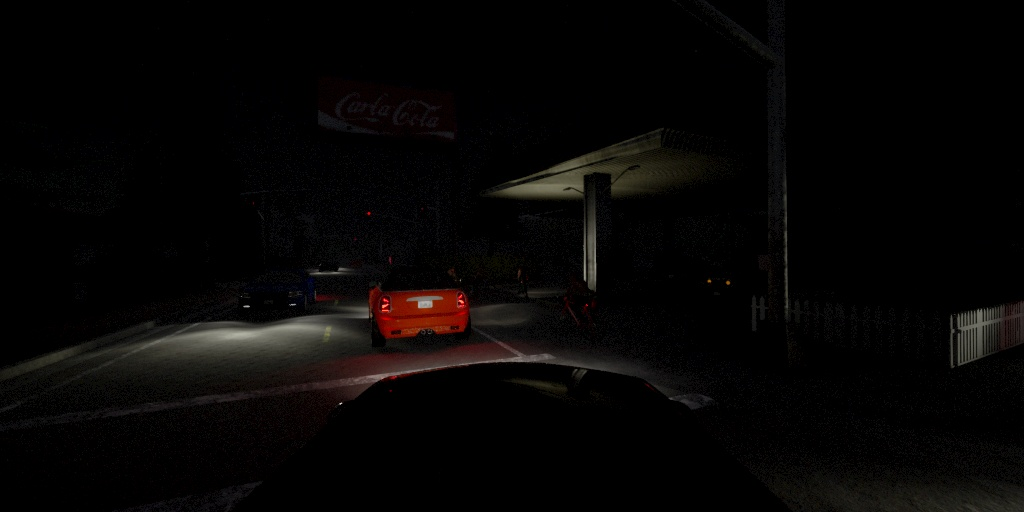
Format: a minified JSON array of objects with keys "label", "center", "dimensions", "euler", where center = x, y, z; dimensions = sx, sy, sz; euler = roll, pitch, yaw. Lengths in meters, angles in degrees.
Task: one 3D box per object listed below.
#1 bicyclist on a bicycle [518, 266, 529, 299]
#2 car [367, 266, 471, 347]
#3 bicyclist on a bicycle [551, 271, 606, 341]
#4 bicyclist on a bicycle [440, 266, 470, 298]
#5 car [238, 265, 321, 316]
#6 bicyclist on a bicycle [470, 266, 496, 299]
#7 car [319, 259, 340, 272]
[{"label":"bicyclist on a bicycle","center":[0.558,1.304,17.977],"dimensions":[0.582,1.620,1.656],"euler":[0,0,15]},{"label":"car","center":[-2.624,1.031,9.418],"dimensions":[2.097,1.767,4.553],"euler":[0,0,-23]},{"label":"bicyclist on a bicycle","center":[1.595,1.191,8.781],"dimensions":[0.582,1.620,1.656],"euler":[3,-2,-43]},{"label":"bicyclist on a bicycle","center":[-2.838,1.280,16.435],"dimensions":[1.656,1.620,0.582],"euler":[1,0,36]},{"label":"car","center":[-8.653,1.211,13.571],"dimensions":[1.882,1.535,5.008],"euler":[1,-1,-24]},{"label":"bicyclist on a bicycle","center":[-1.549,1.308,17.834],"dimensions":[1.656,1.620,0.582],"euler":[1,0,-22]},{"label":"car","center":[-23.939,1.165,46.798],"dimensions":[2.097,1.767,4.553],"euler":[0,0,-24]}]
